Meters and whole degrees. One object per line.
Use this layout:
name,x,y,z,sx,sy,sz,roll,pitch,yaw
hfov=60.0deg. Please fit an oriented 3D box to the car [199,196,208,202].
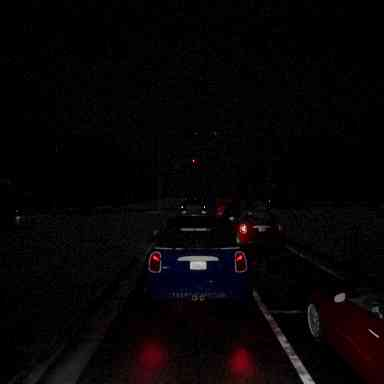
car,2.685,1.653,78.629,2.008,1.369,4.403,-1,0,0

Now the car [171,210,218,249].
car,0.106,1.602,15.517,1.895,1.301,4.718,0,0,0

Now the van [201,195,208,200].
van,2.662,1.381,51.598,1.690,1.788,3.998,-1,0,0

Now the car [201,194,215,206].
car,2.666,1.365,57.004,2.192,1.841,5.009,-1,0,0

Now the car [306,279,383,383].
car,2.632,1.581,3.626,1.802,1.307,4.206,-1,0,0

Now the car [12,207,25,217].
car,-21.112,2.114,36.993,4.674,1.442,1.812,-2,1,0

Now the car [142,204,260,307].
car,0.075,1.352,8.164,2.097,1.767,4.553,0,0,-1

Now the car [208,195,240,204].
car,2.644,1.323,25.236,2.192,1.841,5.009,-1,0,0

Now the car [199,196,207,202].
car,2.688,1.663,84.036,1.887,1.381,4.507,-1,0,0

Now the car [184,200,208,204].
car,0.120,1.572,25.529,1.994,1.385,4.181,0,0,-1

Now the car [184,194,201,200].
car,-0.110,1.268,55.180,2.150,2.045,5.566,0,0,3

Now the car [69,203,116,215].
car,-10.986,1.895,36.977,4.718,1.301,1.895,-2,1,0

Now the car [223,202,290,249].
car,2.638,1.441,14.431,1.967,1.590,4.097,-1,0,0

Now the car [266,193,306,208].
car,11.178,1.035,40.081,4.553,1.767,2.097,-1,1,3
